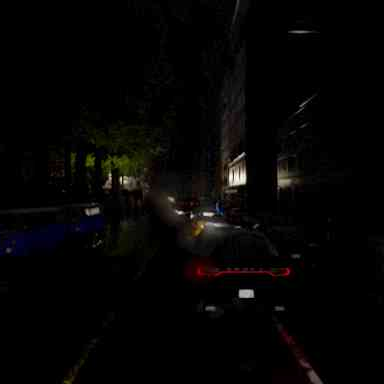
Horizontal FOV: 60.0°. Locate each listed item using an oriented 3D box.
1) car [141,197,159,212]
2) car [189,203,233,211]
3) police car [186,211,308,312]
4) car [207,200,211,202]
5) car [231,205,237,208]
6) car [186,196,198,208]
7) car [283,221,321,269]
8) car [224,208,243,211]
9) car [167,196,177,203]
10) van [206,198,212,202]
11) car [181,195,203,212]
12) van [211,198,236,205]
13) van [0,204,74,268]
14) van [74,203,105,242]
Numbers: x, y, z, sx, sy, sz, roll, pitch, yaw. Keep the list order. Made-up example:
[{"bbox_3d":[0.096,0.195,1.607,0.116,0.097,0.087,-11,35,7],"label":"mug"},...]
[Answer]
[{"bbox_3d":[-5.675,1.673,45.260,2.192,1.841,5.009,0,0,0],"label":"car"},{"bbox_3d":[0.897,1.607,18.161,1.801,1.575,5.366,0,0,0],"label":"car"},{"bbox_3d":[0.899,1.495,8.082,1.930,1.638,5.238,0,0,0],"label":"police car"},{"bbox_3d":[2.851,1.819,33.979,1.887,1.381,4.507,0,0,0],"label":"car"},{"bbox_3d":[2.853,1.769,22.658,1.802,1.307,4.206,0,0,0],"label":"car"},{"bbox_3d":[-0.008,1.672,58.560,2.150,2.045,5.566,0,0,0],"label":"car"},{"bbox_3d":[2.854,1.641,11.338,1.887,1.381,4.507,0,0,0],"label":"car"},{"bbox_3d":[2.854,1.724,16.998,1.802,1.307,4.206,0,0,0],"label":"car"},{"bbox_3d":[-5.681,2.179,88.776,1.752,1.417,4.829,0,0,0],"label":"car"},{"bbox_3d":[2.850,1.699,45.301,1.690,1.788,3.998,0,0,0],"label":"van"},{"bbox_3d":[-0.003,1.570,43.966,2.150,2.045,5.566,0,0,0],"label":"car"},{"bbox_3d":[2.851,1.573,28.320,1.690,1.788,3.998,0,0,0],"label":"van"},{"bbox_3d":[-5.672,1.438,11.313,1.690,1.788,3.998,0,0,0],"label":"van"},{"bbox_3d":[-5.672,1.484,16.971,1.690,1.788,3.998,0,0,0],"label":"van"}]
